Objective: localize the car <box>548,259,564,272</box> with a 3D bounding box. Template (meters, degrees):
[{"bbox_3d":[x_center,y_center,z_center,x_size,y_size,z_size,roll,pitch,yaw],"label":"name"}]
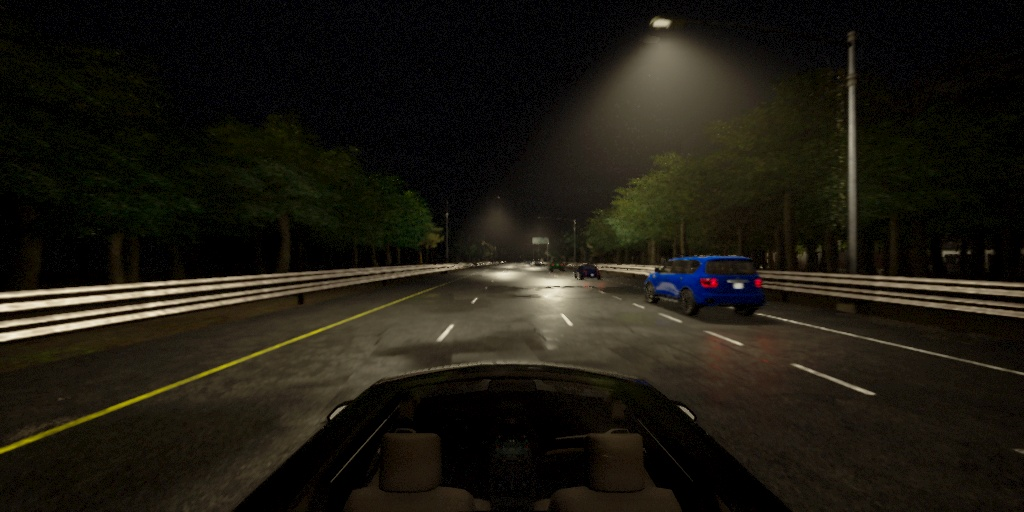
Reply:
[{"bbox_3d":[7.147,1.550,58.737,2.150,2.045,5.566,0,-1,0],"label":"car"}]

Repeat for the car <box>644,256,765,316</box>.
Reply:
[{"bbox_3d":[7.000,1.035,13.767,2.150,2.045,5.566,0,0,0],"label":"car"}]

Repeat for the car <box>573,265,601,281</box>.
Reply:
[{"bbox_3d":[7.039,1.525,33.717,1.812,1.442,4.674,0,-1,0],"label":"car"}]
